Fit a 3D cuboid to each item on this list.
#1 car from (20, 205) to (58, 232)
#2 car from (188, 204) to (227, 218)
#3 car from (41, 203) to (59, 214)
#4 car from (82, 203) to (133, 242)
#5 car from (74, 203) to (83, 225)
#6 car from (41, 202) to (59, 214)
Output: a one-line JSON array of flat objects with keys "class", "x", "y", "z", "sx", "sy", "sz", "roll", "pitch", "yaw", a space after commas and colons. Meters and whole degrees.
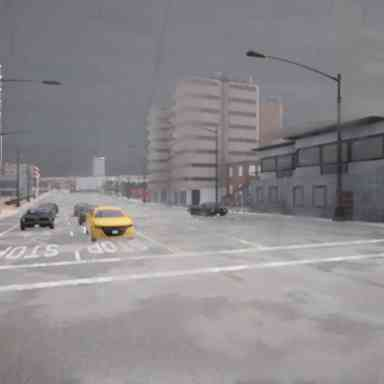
[{"class": "car", "x": -9.820, "y": 1.704, "z": 21.377, "sx": 1.895, "sy": 1.301, "sz": 4.718, "roll": 0, "pitch": -1, "yaw": -22}, {"class": "car", "x": 1.344, "y": 1.754, "z": 31.578, "sx": 1.895, "sy": 1.301, "sz": 4.718, "roll": 0, "pitch": -1, "yaw": -27}, {"class": "car", "x": -14.556, "y": 1.884, "z": 33.431, "sx": 2.033, "sy": 1.411, "sz": 5.357, "roll": 0, "pitch": -1, "yaw": -22}, {"class": "car", "x": -4.269, "y": 1.502, "z": 16.817, "sx": 1.882, "sy": 1.535, "sz": 5.008, "roll": 0, "pitch": 0, "yaw": -21}, {"class": "car", "x": -7.555, "y": 1.699, "z": 25.165, "sx": 1.994, "sy": 1.385, "sz": 4.181, "roll": 0, "pitch": -1, "yaw": -22}, {"class": "car", "x": -18.354, "y": 2.097, "z": 43.192, "sx": 1.994, "sy": 1.385, "sz": 4.181, "roll": 0, "pitch": -1, "yaw": -21}]
